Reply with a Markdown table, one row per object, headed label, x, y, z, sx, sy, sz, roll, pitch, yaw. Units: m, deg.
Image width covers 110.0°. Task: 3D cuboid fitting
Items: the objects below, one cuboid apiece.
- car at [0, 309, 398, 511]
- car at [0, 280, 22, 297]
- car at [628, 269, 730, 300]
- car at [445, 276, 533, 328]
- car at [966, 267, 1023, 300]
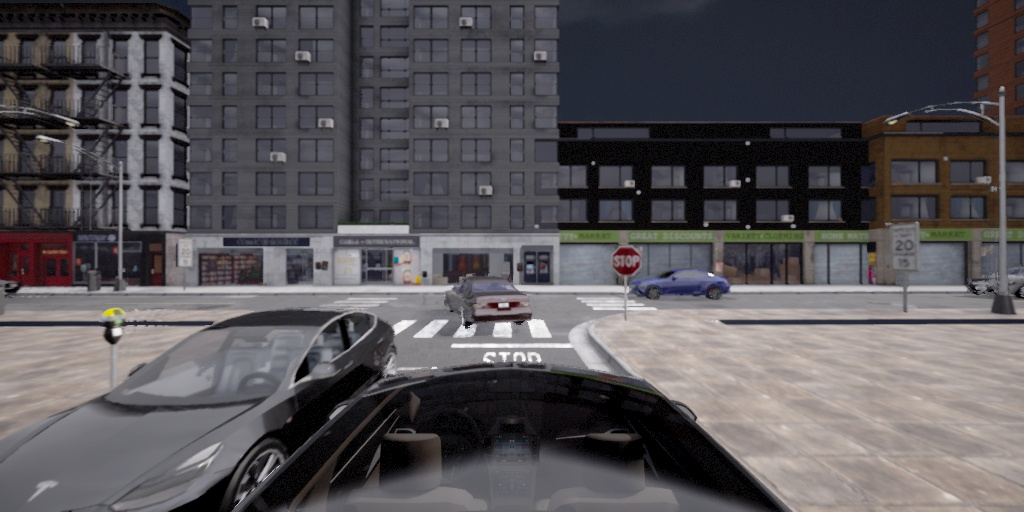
| label | x | y | z | sx | sy | sz | roll | pitch | yaw |
| --- | --- | --- | --- | --- | --- | --- | --- | --- | --- |
| car | -2.639 | 1.331 | 3.999 | 1.948 | 1.339 | 4.313 | 0 | 0 | 0 |
| car | -27.521 | 1.518 | 17.554 | 4.718 | 1.301 | 1.895 | 0 | 0 | 0 |
| car | 8.114 | 1.354 | 17.551 | 4.674 | 1.442 | 1.812 | 0 | 0 | 0 |
| car | -0.995 | 1.368 | 11.901 | 2.033 | 1.411 | 5.357 | 0 | 0 | -18 |
| car | 25.418 | 1.288 | 17.551 | 4.902 | 1.511 | 2.128 | 0 | 0 | 0 |
